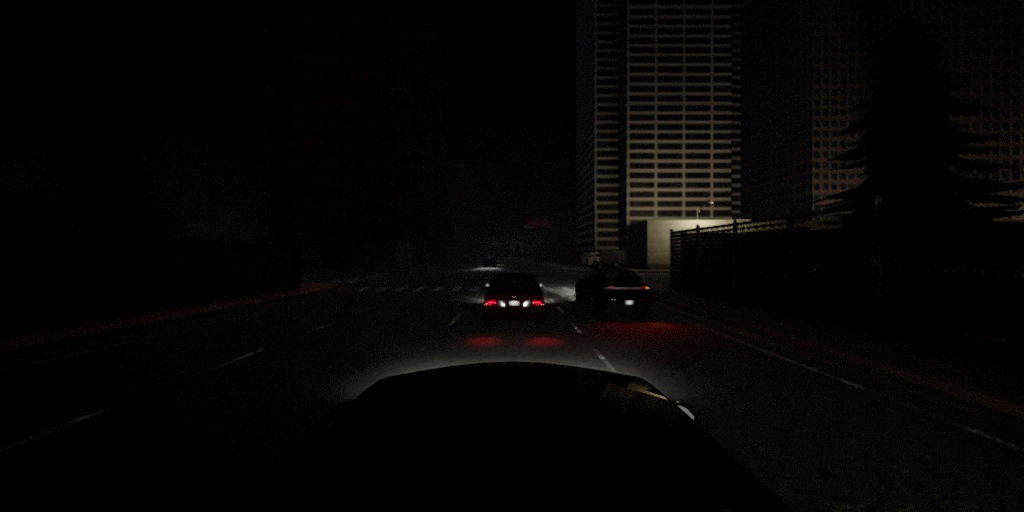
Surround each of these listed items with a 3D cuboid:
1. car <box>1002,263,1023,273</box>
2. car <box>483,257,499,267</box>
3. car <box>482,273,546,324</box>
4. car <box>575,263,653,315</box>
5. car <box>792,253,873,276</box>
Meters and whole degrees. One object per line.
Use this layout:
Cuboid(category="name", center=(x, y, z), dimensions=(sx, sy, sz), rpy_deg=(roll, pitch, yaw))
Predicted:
Cuboid(category="car", center=(52.649, 1.019, 36.162), dimensions=(5.008, 1.535, 1.882), rpy_deg=(0, 0, 0))
Cuboid(category="car", center=(-3.556, 1.107, 56.661), dimensions=(1.895, 1.301, 4.718), rpy_deg=(0, 0, 0))
Cuboid(category="car", center=(0.069, 1.253, 11.750), dimensions=(2.033, 1.411, 5.357), rpy_deg=(0, 0, 0))
Cuboid(category="car", center=(3.576, 1.190, 13.309), dimensions=(2.128, 1.511, 4.902), rpy_deg=(0, 0, 0))
Cuboid(category="car", center=(29.441, 0.778, 32.697), dimensions=(5.566, 2.045, 2.150), rpy_deg=(0, 0, 0))
